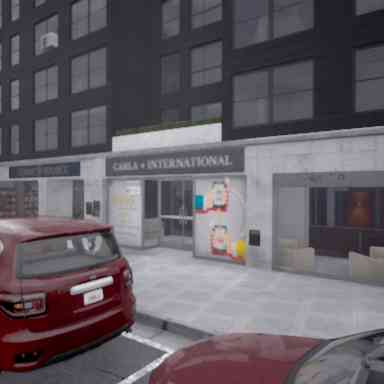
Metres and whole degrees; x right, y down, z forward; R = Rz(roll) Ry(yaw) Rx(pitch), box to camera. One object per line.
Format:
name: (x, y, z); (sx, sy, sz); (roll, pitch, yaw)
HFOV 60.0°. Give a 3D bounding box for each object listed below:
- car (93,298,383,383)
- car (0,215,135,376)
car: (1.513, 1.582, 1.999); (4.206, 1.307, 1.802); (0, 0, 35)
car: (-3.098, 1.300, 5.281); (5.009, 1.841, 2.192); (0, 0, 35)
